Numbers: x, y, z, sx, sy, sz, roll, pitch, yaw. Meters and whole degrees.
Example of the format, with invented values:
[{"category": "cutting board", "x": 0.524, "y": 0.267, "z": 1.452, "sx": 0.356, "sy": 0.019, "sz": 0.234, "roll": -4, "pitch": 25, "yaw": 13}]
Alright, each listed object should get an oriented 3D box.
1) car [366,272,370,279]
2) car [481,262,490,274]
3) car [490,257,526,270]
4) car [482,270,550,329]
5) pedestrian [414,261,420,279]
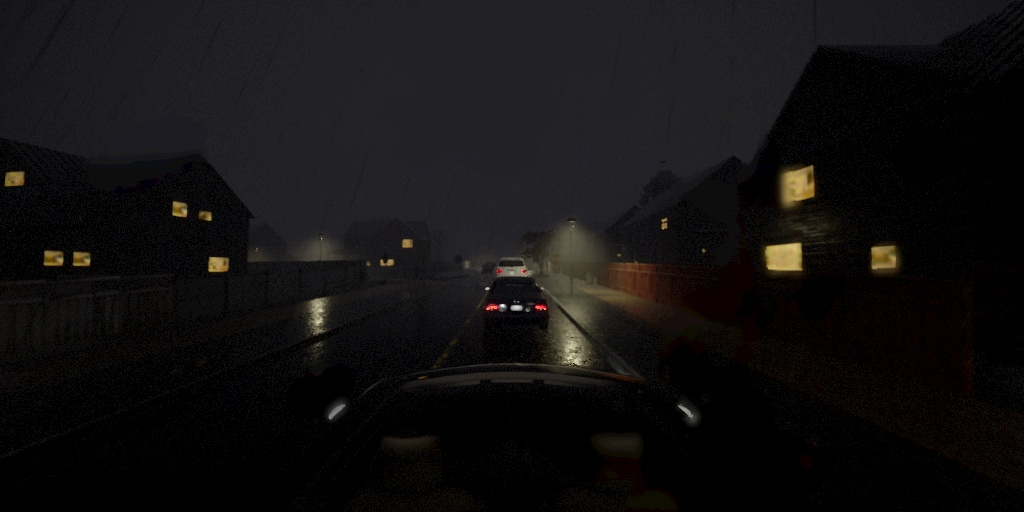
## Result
[{"category": "car", "x": -14.931, "y": 1.647, "z": 32.069, "sx": 4.181, "sy": 1.385, "sz": 1.994, "roll": -1, "pitch": -3, "yaw": 8}, {"category": "car", "x": -2.870, "y": 1.566, "z": 46.415, "sx": 1.882, "sy": 1.535, "sz": 5.008, "roll": 0, "pitch": 0, "yaw": 0}, {"category": "car", "x": -0.203, "y": 1.105, "z": 24.895, "sx": 2.150, "sy": 2.045, "sz": 5.566, "roll": 0, "pitch": 1, "yaw": -4}, {"category": "car", "x": 0.097, "y": 1.356, "z": 11.462, "sx": 2.033, "sy": 1.411, "sz": 5.357, "roll": 0, "pitch": 0, "yaw": 0}, {"category": "pedestrian", "x": -9.932, "y": 1.432, "z": 37.322, "sx": 0.375, "sy": 1.860, "sz": 0.375, "roll": 0, "pitch": -2, "yaw": 5}]
